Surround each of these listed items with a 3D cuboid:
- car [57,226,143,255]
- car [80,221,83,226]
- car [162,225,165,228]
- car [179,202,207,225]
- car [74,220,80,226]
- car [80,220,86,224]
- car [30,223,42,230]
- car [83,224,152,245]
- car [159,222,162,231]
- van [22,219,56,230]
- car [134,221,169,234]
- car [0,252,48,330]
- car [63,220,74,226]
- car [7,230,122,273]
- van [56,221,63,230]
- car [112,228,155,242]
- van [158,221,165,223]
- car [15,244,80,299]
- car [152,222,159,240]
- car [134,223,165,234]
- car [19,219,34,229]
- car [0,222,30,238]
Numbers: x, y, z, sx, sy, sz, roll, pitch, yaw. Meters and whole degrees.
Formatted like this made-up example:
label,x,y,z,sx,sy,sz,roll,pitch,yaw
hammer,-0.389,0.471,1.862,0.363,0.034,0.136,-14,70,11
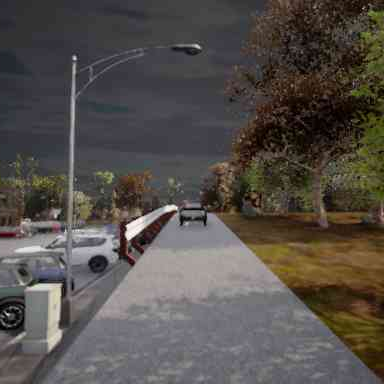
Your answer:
label,x,y,z,sx,sy,sz,roll,pitch,yaw
car,-6.829,3.793,24.547,5.566,2.045,2.435,2,-4,-20
car,-23.979,6.791,63.765,4.792,1.488,2.163,1,-4,-20
car,-6.970,5.716,48.637,4.892,1.521,2.231,2,-4,-20
car,0.082,1.472,23.921,2.128,1.511,4.902,0,0,0
car,-23.960,6.307,60.825,5.566,2.045,2.435,1,-4,-20
car,-24.034,6.713,66.695,5.566,2.045,2.435,1,-4,-20
car,-23.911,5.538,46.040,4.892,1.521,2.231,1,-4,-20
car,-6.920,4.209,30.560,5.566,2.045,2.435,2,-4,-20
car,-6.999,5.380,45.633,4.553,1.767,2.185,2,-4,-20
van,-24.051,5.718,51.908,4.442,1.987,1.878,1,-4,-20
car,-7.038,6.088,57.682,5.566,2.045,2.435,2,-4,-20
car,-6.757,2.872,9.461,4.553,1.767,2.185,2,-4,-20
car,-23.948,6.103,57.873,5.566,2.045,2.435,1,-4,-20
car,-6.855,3.372,18.494,5.566,2.045,2.435,2,-4,-20
van,-24.065,5.922,54.860,4.442,1.987,1.878,1,-4,-20
car,-6.965,5.117,39.583,4.792,1.488,2.163,2,-4,-20
van,-6.881,5.703,51.713,4.442,1.987,1.878,2,-4,-20
car,-6.777,3.082,12.481,4.553,1.767,2.185,2,-4,-20
car,-6.890,4.630,36.608,5.566,2.045,2.435,2,-5,-20
car,-6.971,6.007,54.682,4.553,1.767,2.185,2,-4,-20
car,-39.755,7.632,79.957,2.435,2.045,5.566,1,-3,-19
car,-23.927,5.207,43.080,4.553,1.767,2.185,1,-4,-20
